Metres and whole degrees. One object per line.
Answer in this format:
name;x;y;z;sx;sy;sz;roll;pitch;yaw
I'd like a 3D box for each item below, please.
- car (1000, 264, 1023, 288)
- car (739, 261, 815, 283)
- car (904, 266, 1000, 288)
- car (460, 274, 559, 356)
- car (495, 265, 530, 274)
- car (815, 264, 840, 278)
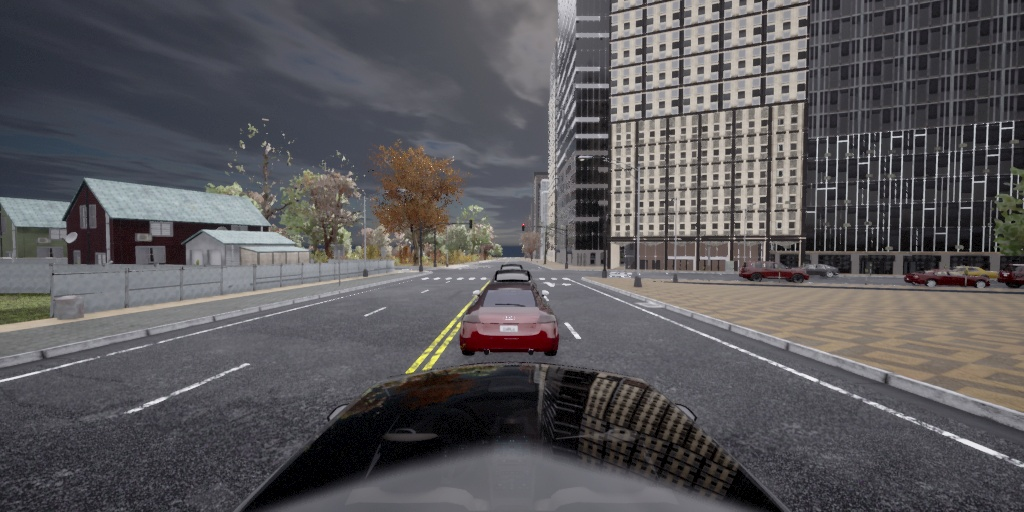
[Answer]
car;38.952;1.531;25.879;5.009;1.841;2.192;0;0;20
car;22.975;1.394;31.706;5.009;1.841;2.192;0;0;20
car;33.626;1.716;27.821;4.507;1.381;1.888;0;0;20
car;-0.033;1.311;8.630;1.994;1.385;4.181;0;0;1
car;0.028;1.251;14.016;1.837;1.490;4.892;0;0;0
car;31.002;1.469;37.165;4.403;1.370;2.007;0;0;20
